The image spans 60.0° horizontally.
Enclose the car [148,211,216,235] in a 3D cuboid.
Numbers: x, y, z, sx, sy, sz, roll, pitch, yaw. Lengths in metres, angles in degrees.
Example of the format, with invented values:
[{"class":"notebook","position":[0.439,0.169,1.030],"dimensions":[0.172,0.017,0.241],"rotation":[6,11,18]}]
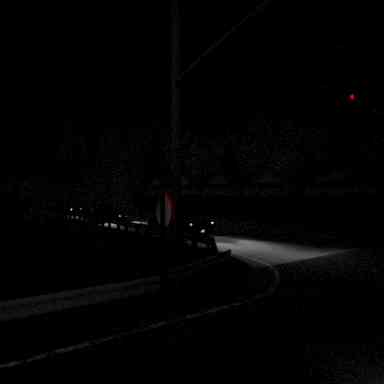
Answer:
[{"class":"car","position":[-0.688,1.793,19.602],"dimensions":[1.895,1.301,4.718],"rotation":[0,0,-35]}]

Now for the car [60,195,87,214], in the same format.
[{"class":"car","position":[-13.307,1.412,37.561],"dimensions":[2.150,2.045,5.566],"rotation":[0,0,-34]}]

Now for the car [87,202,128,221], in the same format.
[{"class":"car","position":[-7.220,1.697,28.904],"dimensions":[1.837,1.490,4.892],"rotation":[0,0,-35]}]
